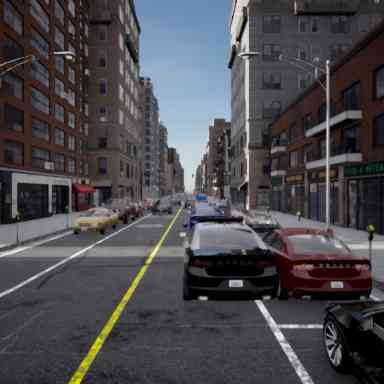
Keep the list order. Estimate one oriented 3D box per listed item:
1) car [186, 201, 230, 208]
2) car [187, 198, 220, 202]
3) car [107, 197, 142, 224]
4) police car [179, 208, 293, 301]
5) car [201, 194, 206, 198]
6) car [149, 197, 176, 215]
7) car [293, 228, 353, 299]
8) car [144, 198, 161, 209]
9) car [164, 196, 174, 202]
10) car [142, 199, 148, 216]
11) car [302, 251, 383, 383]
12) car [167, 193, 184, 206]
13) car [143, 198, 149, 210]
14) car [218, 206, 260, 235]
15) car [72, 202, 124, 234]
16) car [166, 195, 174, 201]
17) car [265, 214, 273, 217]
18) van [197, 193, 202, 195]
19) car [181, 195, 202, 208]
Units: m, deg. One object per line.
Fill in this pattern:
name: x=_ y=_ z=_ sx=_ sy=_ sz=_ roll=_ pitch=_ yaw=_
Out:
car: x=0.790 y=1.480 z=18.423 sx=1.882 sy=1.535 sz=5.008 roll=0 pitch=0 yaw=0
car: x=0.779 y=1.481 z=24.423 sx=1.882 sy=1.535 sz=5.008 roll=0 pitch=0 yaw=0
car: x=-5.434 y=1.318 z=24.781 sx=2.192 sy=1.841 sz=5.009 roll=0 pitch=0 yaw=0
police car: x=0.712 y=1.426 z=8.514 sx=1.930 sy=1.638 sz=5.238 roll=0 pitch=0 yaw=-2
car: x=2.550 y=1.447 z=46.878 sx=1.967 sy=1.590 sz=4.097 roll=0 pitch=0 yaw=0
car: x=-2.912 y=1.510 z=33.675 sx=1.837 sy=1.490 sz=4.892 roll=0 pitch=0 yaw=0
car: x=2.621 y=1.545 z=8.246 sx=1.887 sy=1.381 sz=4.507 roll=0 pitch=0 yaw=0
car: x=-5.475 y=1.532 z=46.685 sx=1.752 sy=1.417 sz=4.829 roll=0 pitch=0 yaw=0
car: x=-5.535 y=1.562 z=79.455 sx=2.008 sy=1.369 sz=4.403 roll=0 pitch=0 yaw=0
car: x=-5.444 y=1.586 z=30.300 sx=1.802 sy=1.307 sz=4.206 roll=0 pitch=0 yaw=0
car: x=2.632 y=1.566 z=2.727 sx=1.947 sy=1.339 sz=4.313 roll=0 pitch=0 yaw=0
car: x=-2.855 y=1.360 z=55.862 sx=2.097 sy=1.767 sz=4.553 roll=0 pitch=0 yaw=0
car: x=-5.465 y=1.446 z=41.337 sx=1.967 sy=1.590 sz=4.097 roll=0 pitch=0 yaw=0
car: x=2.601 y=1.584 z=19.284 sx=1.802 sy=1.307 sz=4.206 roll=0 pitch=0 yaw=0
car: x=-5.419 y=1.527 z=19.095 sx=1.752 sy=1.417 sz=4.829 roll=0 pitch=0 yaw=0
car: x=-5.545 y=1.556 z=85.136 sx=1.887 sy=1.381 sz=4.507 roll=0 pitch=0 yaw=0
car: x=2.611 y=1.552 z=13.765 sx=2.008 sy=1.369 sz=4.403 roll=0 pitch=0 yaw=0
van: x=2.490 y=1.352 z=79.478 sx=1.690 sy=1.788 sz=3.998 roll=0 pitch=0 yaw=0
car: x=-0.063 y=1.498 z=46.417 sx=2.128 sy=1.511 sz=4.902 roll=0 pitch=0 yaw=0
